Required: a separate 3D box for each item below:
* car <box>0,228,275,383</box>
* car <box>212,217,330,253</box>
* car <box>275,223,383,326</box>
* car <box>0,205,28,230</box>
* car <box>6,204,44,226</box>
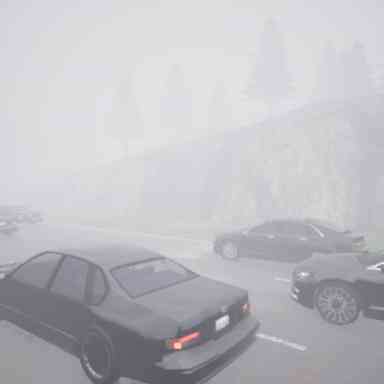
[{"bbox_3d":[-1.645,1.554,5.390,5.357,1.411,2.033,0,0,37],"label":"car"},{"bbox_3d":[2.946,1.565,10.762,4.892,1.490,1.837,0,0,36],"label":"car"},{"bbox_3d":[4.189,1.546,5.554,4.902,1.511,2.128,0,0,35],"label":"car"},{"bbox_3d":[-10.786,1.518,16.885,5.357,1.411,2.033,0,0,38],"label":"car"},{"bbox_3d":[-12.046,1.526,22.306,5.357,1.411,2.033,0,0,38],"label":"car"}]
